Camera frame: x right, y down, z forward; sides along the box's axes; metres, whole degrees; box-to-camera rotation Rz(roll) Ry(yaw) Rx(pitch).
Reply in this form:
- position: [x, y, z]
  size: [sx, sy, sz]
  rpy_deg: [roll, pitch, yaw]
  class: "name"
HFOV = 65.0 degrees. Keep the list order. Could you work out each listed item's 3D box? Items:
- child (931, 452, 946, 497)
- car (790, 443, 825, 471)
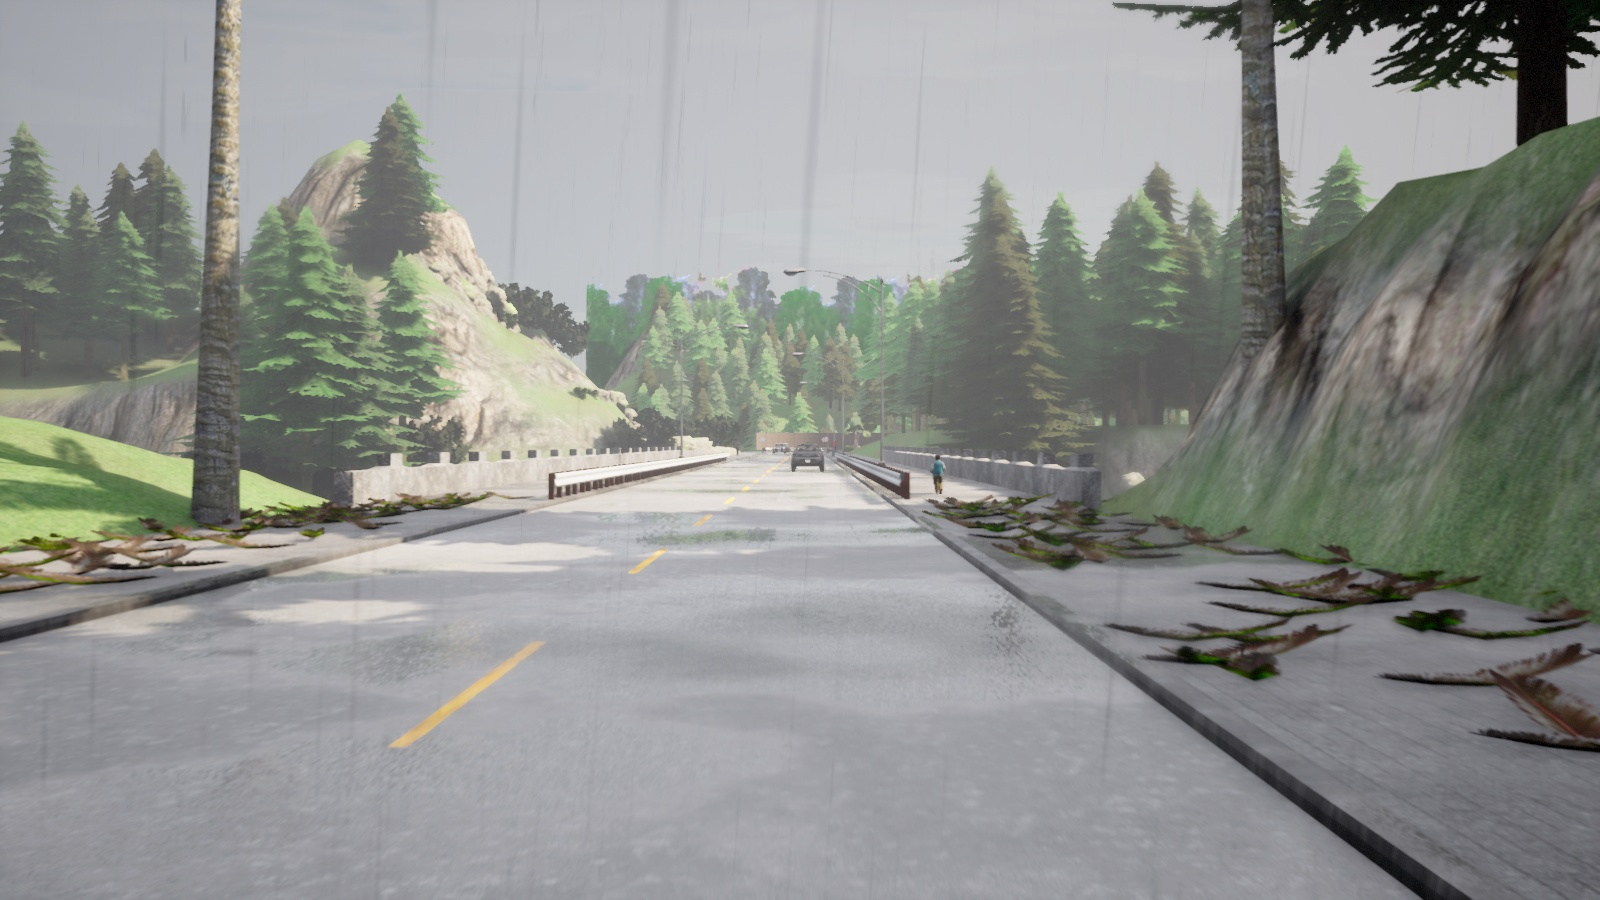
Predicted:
- position: [3.720, 0.649, 33.722]
  size: [0.343, 1.192, 0.448]
  rpy_deg: [0, 0, 2]
  class: "child"
- position: [0.420, 0.377, 67.988]
  size: [1.816, 1.474, 4.193]
  rpy_deg: [0, 0, 0]
  class: "car"
